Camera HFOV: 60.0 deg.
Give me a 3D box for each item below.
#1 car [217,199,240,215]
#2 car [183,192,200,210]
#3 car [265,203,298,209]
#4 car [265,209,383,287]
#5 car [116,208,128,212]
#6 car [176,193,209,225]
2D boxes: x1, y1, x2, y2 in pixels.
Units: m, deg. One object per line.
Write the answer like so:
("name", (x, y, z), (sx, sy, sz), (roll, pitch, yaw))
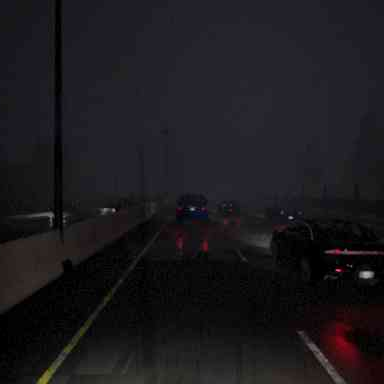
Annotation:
("car", (3.482, 1.393, 32.123), (2.128, 1.511, 4.902), (0, 0, 0))
("car", (-0.059, 1.092, 43.071), (2.150, 2.045, 5.566), (0, 0, 0))
("car", (7.006, 1.518, 25.842), (1.895, 1.301, 4.718), (0, 0, 0))
("car", (3.558, 1.461, 9.206), (2.128, 1.511, 4.902), (0, 0, 0))
("car", (-7.228, 1.400, 36.711), (1.837, 1.490, 4.892), (0, 0, 0))
("car", (0.015, 1.152, 23.516), (2.150, 2.045, 5.566), (0, 0, 0))
